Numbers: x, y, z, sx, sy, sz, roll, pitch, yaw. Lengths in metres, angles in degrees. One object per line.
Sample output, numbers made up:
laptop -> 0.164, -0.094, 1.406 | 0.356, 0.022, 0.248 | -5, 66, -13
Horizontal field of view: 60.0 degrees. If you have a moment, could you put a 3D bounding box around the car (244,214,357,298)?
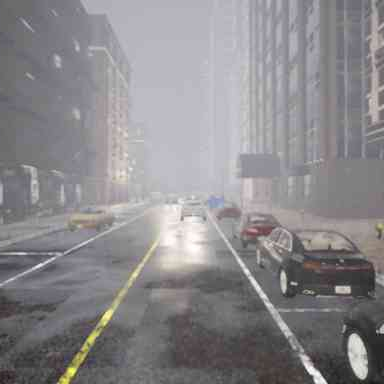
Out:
car -> 2.702, 1.490, 8.126 | 2.008, 1.369, 4.403 | 1, 0, 0

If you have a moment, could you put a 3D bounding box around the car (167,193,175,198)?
car -> -5.678, 0.865, 91.281 | 2.008, 1.369, 4.403 | 1, 0, 0

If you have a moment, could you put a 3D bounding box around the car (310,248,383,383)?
car -> 2.702, 1.532, 2.475 | 2.008, 1.369, 4.403 | 1, 0, 0

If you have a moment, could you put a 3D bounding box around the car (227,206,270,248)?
car -> 2.701, 1.480, 13.776 | 1.802, 1.307, 4.206 | 1, 0, 0

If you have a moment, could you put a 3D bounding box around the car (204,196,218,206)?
car -> 2.701, 1.226, 47.682 | 1.802, 1.307, 4.206 | 1, 0, 0

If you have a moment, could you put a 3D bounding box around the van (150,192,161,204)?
van -> -5.761, 0.943, 53.364 | 1.690, 1.788, 3.998 | 1, 0, 0

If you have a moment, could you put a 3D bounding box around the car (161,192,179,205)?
car -> -3.007, 1.120, 49.985 | 2.128, 1.511, 4.902 | 0, 0, 0

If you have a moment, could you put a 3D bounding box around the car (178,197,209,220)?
car -> 0.103, 1.336, 25.577 | 1.812, 1.442, 4.674 | 0, 0, 0

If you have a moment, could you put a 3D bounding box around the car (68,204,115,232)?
car -> -5.678, 1.383, 19.260 | 1.752, 1.417, 4.829 | 1, 0, 0

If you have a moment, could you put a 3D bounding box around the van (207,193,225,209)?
van -> 2.705, 1.070, 36.379 | 1.690, 1.788, 3.998 | 1, 0, 0

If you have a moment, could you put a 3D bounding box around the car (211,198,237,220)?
car -> 2.701, 1.396, 25.079 | 1.802, 1.307, 4.206 | 1, 0, 0

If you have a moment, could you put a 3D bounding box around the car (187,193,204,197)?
car -> 0.100, 1.188, 42.309 | 2.163, 1.488, 4.792 | 0, 0, 0
